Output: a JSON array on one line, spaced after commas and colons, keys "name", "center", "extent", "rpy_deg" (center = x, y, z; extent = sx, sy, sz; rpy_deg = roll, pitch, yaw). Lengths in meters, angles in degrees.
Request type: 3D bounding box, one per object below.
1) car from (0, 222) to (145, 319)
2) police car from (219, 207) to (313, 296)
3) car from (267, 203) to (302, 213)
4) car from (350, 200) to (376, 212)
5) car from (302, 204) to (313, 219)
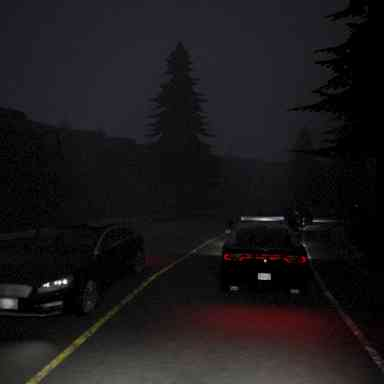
[{"name": "car", "center": [-2.511, 1.492, 7.648], "extent": [2.128, 1.511, 4.902], "rpy_deg": [0, 0, 9]}, {"name": "police car", "center": [1.883, 1.425, 8.951], "extent": [1.930, 1.638, 5.238], "rpy_deg": [0, 0, 11]}, {"name": "car", "center": [4.574, 1.478, 17.856], "extent": [1.882, 1.535, 5.008], "rpy_deg": [0, 0, 23]}, {"name": "car", "center": [20.243, 1.564, 38.666], "extent": [4.181, 1.385, 1.994], "rpy_deg": [0, 0, -34]}, {"name": "car", "center": [7.061, 1.506, 22.934], "extent": [1.837, 1.490, 4.892], "rpy_deg": [0, 0, 30]}]
